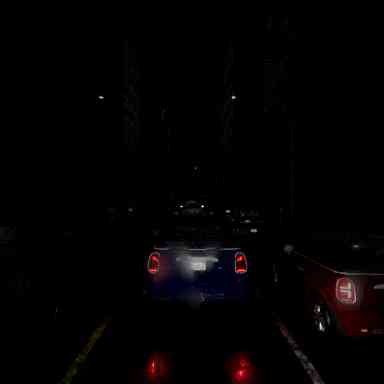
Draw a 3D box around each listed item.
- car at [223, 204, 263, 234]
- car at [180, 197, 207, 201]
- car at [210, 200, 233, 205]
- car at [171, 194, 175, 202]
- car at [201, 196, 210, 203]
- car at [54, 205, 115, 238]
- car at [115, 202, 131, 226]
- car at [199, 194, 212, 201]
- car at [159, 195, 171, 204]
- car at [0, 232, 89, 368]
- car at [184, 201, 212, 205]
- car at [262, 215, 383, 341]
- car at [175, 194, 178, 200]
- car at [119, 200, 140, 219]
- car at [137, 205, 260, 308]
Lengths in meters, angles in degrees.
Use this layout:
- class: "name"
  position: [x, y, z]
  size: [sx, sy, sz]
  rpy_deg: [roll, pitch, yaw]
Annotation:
- class: "car"
  position: [2.856, 1.552, 17.531]
  size: [2.008, 1.369, 4.403]
  rpy_deg: [0, 0, 0]
- class: "car"
  position: [0.003, 1.459, 27.399]
  size: [1.801, 1.575, 5.366]
  rpy_deg: [0, 0, 0]
- class: "car"
  position: [2.858, 1.569, 28.534]
  size: [1.947, 1.339, 4.313]
  rpy_deg: [0, 0, 0]
- class: "car"
  position: [-5.607, 1.616, 76.455]
  size: [2.008, 1.369, 4.403]
  rpy_deg: [0, 0, 0]
- class: "car"
  position: [2.907, 1.579, 71.203]
  size: [1.752, 1.417, 4.829]
  rpy_deg: [0, 0, 0]
- class: "car"
  position: [-5.669, 1.567, 17.532]
  size: [1.947, 1.339, 4.313]
  rpy_deg: [0, 0, 0]
- class: "car"
  position: [-5.669, 1.584, 23.034]
  size: [1.802, 1.307, 4.206]
  rpy_deg: [0, 0, 0]
- class: "car"
  position: [2.896, 1.484, 65.624]
  size: [1.967, 1.590, 4.097]
  rpy_deg: [0, 0, 0]
- class: "car"
  position: [-5.628, 1.625, 65.638]
  size: [1.802, 1.307, 4.206]
  rpy_deg: [0, 0, 0]
- class: "car"
  position: [-3.102, 1.547, 3.905]
  size: [2.033, 1.411, 5.357]
  rpy_deg: [0, 0, 0]
- class: "car"
  position: [0.098, 1.479, 17.377]
  size: [1.882, 1.535, 5.008]
  rpy_deg: [0, 0, 0]
- class: "car"
  position: [2.855, 1.440, 6.528]
  size: [1.967, 1.590, 4.097]
  rpy_deg: [0, 0, 0]
- class: "car"
  position: [-5.576, 1.637, 92.510]
  size: [1.752, 1.417, 4.829]
  rpy_deg: [0, 0, 0]
- class: "car"
  position: [-5.668, 1.443, 28.535]
  size: [1.967, 1.590, 4.097]
  rpy_deg: [0, 0, 0]
- class: "car"
  position: [0.100, 1.352, 8.097]
  size: [2.097, 1.767, 4.553]
  rpy_deg: [0, 0, 0]
